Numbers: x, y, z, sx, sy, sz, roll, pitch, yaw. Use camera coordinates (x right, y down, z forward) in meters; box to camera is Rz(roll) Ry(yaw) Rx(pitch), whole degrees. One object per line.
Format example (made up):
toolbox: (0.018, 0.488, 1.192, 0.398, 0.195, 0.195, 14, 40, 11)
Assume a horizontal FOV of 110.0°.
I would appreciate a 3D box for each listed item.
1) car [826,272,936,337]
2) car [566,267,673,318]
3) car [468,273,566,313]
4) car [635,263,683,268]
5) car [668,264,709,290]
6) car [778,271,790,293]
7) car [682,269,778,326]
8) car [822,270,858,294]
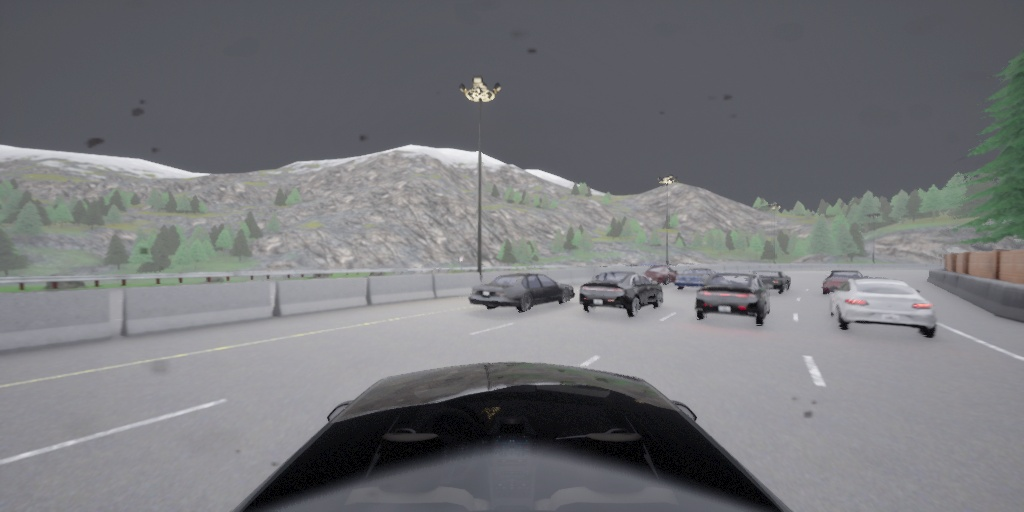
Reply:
car: (10.897, 1.379, 10.786, 1.812, 1.442, 4.674, 0, 0, 38)
car: (4.303, 1.334, 13.711, 2.128, 1.511, 4.902, 0, -1, 38)
car: (0.603, 1.384, 14.654, 2.033, 1.411, 5.357, 0, 0, 37)
car: (11.685, 1.494, 27.985, 1.812, 1.442, 4.674, 0, 0, 43)
car: (12.388, 1.491, 23.632, 2.033, 1.411, 5.357, 0, 0, 43)
car: (16.103, 1.552, 22.478, 1.895, 1.301, 4.718, 0, 0, 43)
car: (7.640, 1.342, 12.304, 2.128, 1.511, 4.902, 0, 0, 38)
car: (19.422, 1.519, 20.886, 1.994, 1.385, 4.181, 0, 0, 43)
